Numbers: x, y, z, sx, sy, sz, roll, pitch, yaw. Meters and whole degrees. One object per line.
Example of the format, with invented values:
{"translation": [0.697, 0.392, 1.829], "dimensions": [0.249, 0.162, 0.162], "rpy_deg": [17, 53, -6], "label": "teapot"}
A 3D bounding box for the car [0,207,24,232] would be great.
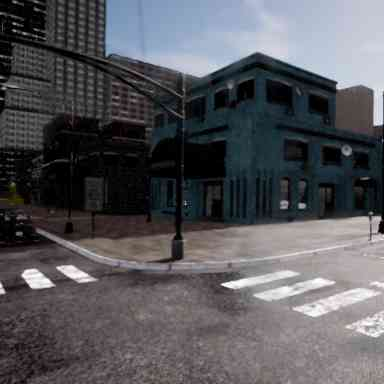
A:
{"translation": [-12.363, 1.748, 21.704], "dimensions": [1.947, 1.339, 4.313], "rpy_deg": [1, -1, -35], "label": "car"}

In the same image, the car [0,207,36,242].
{"translation": [-9.242, 1.707, 17.197], "dimensions": [2.008, 1.369, 4.403], "rpy_deg": [1, -1, -35], "label": "car"}

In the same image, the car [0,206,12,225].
{"translation": [-15.483, 1.791, 26.209], "dimensions": [1.802, 1.307, 4.206], "rpy_deg": [1, -1, -35], "label": "car"}
